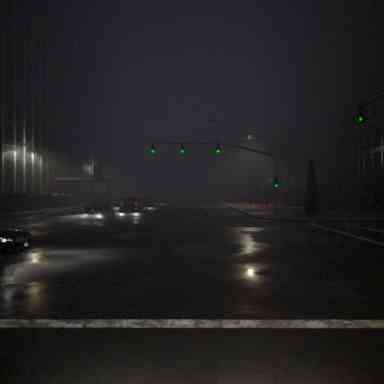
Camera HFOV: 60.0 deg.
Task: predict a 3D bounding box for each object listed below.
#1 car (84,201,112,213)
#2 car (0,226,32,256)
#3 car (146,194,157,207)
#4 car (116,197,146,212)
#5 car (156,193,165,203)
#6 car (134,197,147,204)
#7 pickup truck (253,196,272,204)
[{"bbox_3d":[-10.501,1.618,37.382,1.895,1.301,4.718,0,0,0],"label":"car"},{"bbox_3d":[-8.042,1.533,11.515,4.674,1.442,1.812,0,0,1],"label":"car"},{"bbox_3d":[-6.958,1.501,51.087,1.882,1.535,5.008,0,0,0],"label":"car"},{"bbox_3d":[-6.996,1.370,38.792,2.097,1.767,4.553,0,0,0],"label":"car"},{"bbox_3d":[-6.817,1.254,69.241,2.150,2.045,5.566,0,0,0],"label":"car"},{"bbox_3d":[-10.337,1.632,66.724,1.895,1.301,4.718,0,0,1],"label":"car"},{"bbox_3d":[13.285,1.087,61.751,2.390,2.098,6.274,0,0,31],"label":"pickup truck"}]
